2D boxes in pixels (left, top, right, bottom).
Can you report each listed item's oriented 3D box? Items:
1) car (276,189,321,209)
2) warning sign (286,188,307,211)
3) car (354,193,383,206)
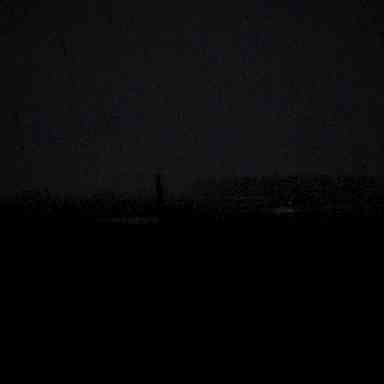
[{"bbox_3d":[11.584,0.684,36.057,5.566,2.045,2.150,-1,0,-34],"label":"car"},{"bbox_3d":[8.712,0.620,27.744,1.060,1.860,1.300,0,-1,-34],"label":"warning sign"},{"bbox_3d":[21.118,0.796,39.006,5.008,1.535,1.882,-1,0,-33],"label":"car"}]
